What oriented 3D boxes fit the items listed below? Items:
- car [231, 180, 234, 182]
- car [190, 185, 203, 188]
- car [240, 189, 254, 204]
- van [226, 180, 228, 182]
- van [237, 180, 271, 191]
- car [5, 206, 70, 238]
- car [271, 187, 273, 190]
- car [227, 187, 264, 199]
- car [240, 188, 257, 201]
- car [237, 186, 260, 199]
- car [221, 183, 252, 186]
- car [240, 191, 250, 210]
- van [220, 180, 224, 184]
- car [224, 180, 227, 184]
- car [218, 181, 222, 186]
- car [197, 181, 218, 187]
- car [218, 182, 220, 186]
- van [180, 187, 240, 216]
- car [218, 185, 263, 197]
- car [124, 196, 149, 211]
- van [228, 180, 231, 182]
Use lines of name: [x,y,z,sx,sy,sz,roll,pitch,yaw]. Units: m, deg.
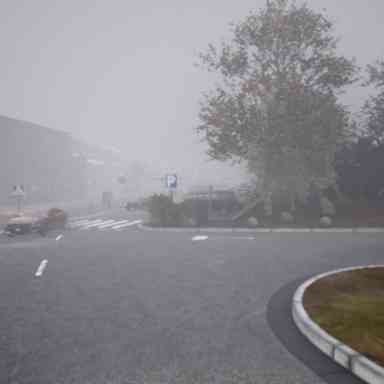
car: [8.093,-1.815,91.094,4.792,1.488,2.163,-1,3,18]
car: [-0.356,0.247,49.128,1.837,1.490,4.892,-1,3,18]
car: [2.955,0.809,32.347,5.366,1.575,1.946,-1,3,18]
van: [6.253,-1.773,85.793,4.442,1.987,1.878,-1,2,18]
van: [9.938,-0.551,53.383,4.442,1.987,1.878,-1,3,18]
car: [-8.656,1.595,19.016,1.882,1.535,5.008,-2,0,-1]
car: [11.484,-0.574,58.721,4.792,1.488,2.163,-1,3,18]
car: [7.321,0.140,45.502,4.674,1.452,2.002,-1,3,18]
car: [3.999,0.695,34.924,4.792,1.488,2.163,-1,3,18]
car: [4.802,0.525,37.575,4.892,1.521,2.231,-1,3,18]
car: [6.509,0.115,42.843,4.553,1.767,2.185,-1,3,18]
car: [2.323,0.980,29.639,4.792,1.488,2.163,-1,3,18]
van: [4.782,-1.493,80.381,4.442,1.987,1.878,-1,3,18]
car: [5.520,-1.407,83.096,5.008,1.535,2.097,-1,3,18]
car: [3.836,-1.084,77.758,4.674,1.452,2.002,-1,3,18]
car: [2.104,-1.090,72.417,5.566,2.045,2.435,-1,3,18]
car: [2.809,-0.981,75.144,5.366,1.575,1.946,-1,2,18]
van: [1.337,0.871,27.033,4.442,1.987,1.878,-1,3,18]
car: [5.651,0.382,40.213,5.008,1.535,2.097,-1,3,18]
car: [-5.107,1.146,34.194,1.895,1.301,4.718,-1,3,18]
van: [7.321,-1.925,88.389,4.442,1.987,1.878,-1,3,18]
